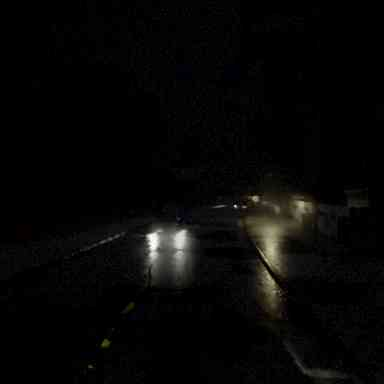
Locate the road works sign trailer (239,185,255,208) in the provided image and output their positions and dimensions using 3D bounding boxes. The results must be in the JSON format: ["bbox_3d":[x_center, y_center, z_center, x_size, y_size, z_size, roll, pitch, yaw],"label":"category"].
[{"bbox_3d":[8.957,0.661,53.518,2.380,3.560,2.880,0,0,20],"label":"road works sign trailer"}]

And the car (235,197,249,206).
[{"bbox_3d":[9.412,1.736,62.407,1.882,1.535,5.008,0,0,22],"label":"car"}]

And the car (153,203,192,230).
[{"bbox_3d":[-1.197,1.529,22.054,1.882,1.535,5.008,0,0,8],"label":"car"}]
